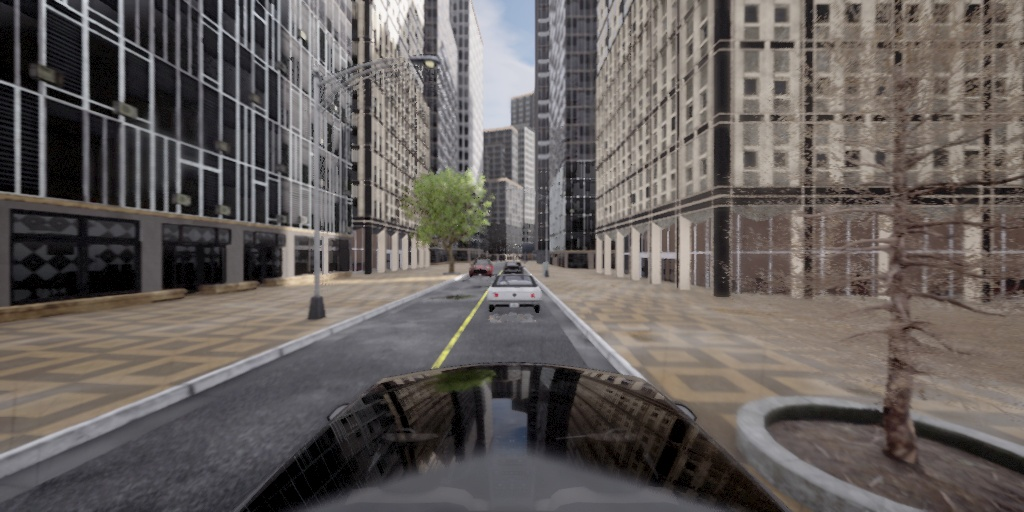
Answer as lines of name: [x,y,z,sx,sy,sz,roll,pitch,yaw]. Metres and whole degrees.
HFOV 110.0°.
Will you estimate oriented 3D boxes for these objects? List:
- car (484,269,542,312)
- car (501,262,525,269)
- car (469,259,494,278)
car: [0.096,1.350,14.200,1.895,1.301,4.718,0,0,0]
car: [0.112,1.255,32.036,1.837,1.490,4.892,0,0,0]
car: [-2.831,1.102,33.928,2.097,1.767,4.553,0,0,0]
